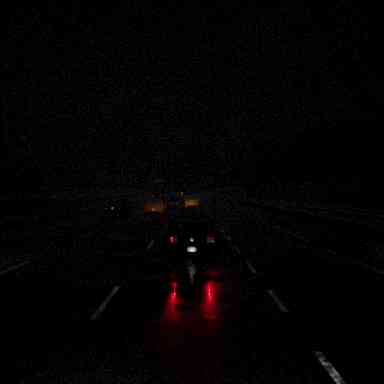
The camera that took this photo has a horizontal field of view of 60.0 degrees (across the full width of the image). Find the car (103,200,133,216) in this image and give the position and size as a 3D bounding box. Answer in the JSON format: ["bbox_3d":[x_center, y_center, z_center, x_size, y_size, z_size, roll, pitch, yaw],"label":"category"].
[{"bbox_3d":[-6.993,1.475,31.777,2.033,1.411,5.357,0,0,0],"label":"car"}]

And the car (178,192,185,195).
[{"bbox_3d":[-3.486,1.253,84.480,1.882,1.535,5.008,0,0,0],"label":"car"}]

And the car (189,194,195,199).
[{"bbox_3d":[0.016,1.346,94.522,1.895,1.301,4.718,0,0,0],"label":"car"}]

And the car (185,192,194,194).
[{"bbox_3d":[0.011,1.319,68.514,1.837,1.490,4.892,0,0,0],"label":"car"}]

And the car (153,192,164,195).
[{"bbox_3d":[-6.989,1.035,68.567,2.150,2.045,5.566,0,0,0],"label":"car"}]

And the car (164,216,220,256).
[{"bbox_3d":[0.003,1.579,13.060,1.895,1.301,4.718,0,0,0],"label":"car"}]

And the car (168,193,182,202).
[{"bbox_3d":[-3.489,1.414,68.525,1.895,1.301,4.718,0,0,0],"label":"car"}]

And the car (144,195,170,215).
[{"bbox_3d":[-3.494,1.402,32.548,1.882,1.535,5.008,0,0,0],"label":"car"}]

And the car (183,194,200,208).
[{"bbox_3d":[0.008,1.359,45.291,1.882,1.535,5.008,0,0,0],"label":"car"}]
